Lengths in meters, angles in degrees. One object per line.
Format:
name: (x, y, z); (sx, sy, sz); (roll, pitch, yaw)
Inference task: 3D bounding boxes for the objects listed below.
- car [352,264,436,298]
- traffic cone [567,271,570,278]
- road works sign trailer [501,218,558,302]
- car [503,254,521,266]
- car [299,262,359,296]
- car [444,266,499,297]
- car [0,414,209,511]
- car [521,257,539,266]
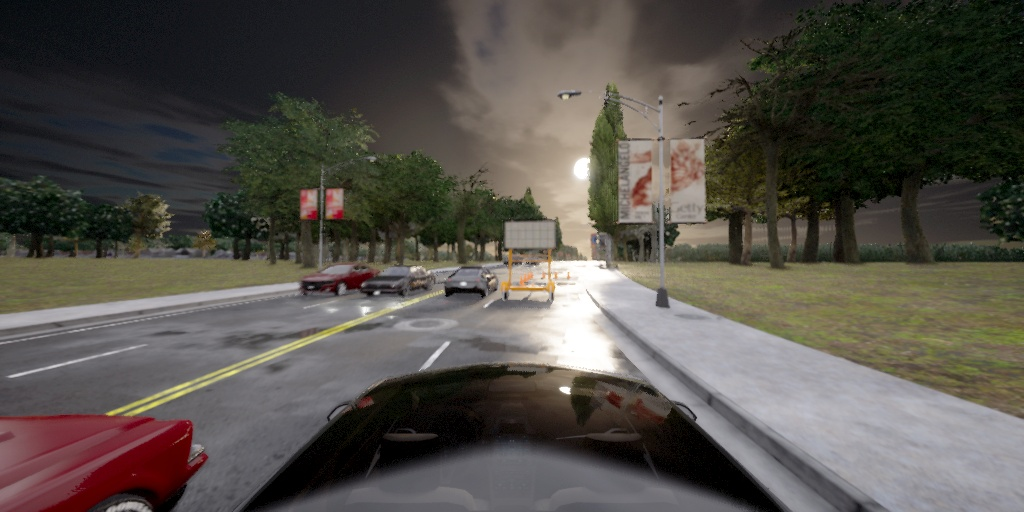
car: (-5.432, 1.173, 17.917); (2.033, 1.411, 5.357); (0, 0, 7)
traffic cone: (4.569, 1.484, 28.974); (0.340, 0.580, 0.340); (0, 0, 10)
road works sign trailer: (0.839, 0.101, 16.414); (2.380, 3.560, 2.880); (0, 0, 10)
car: (0.132, 0.603, 59.814); (2.150, 2.045, 5.566); (0, 0, 13)
car: (-8.608, 1.100, 18.409); (1.882, 1.535, 5.008); (0, 0, 8)
car: (-1.898, 1.189, 17.924); (1.994, 1.385, 4.181); (0, 0, 8)
car: (-3.090, 1.344, 0.385); (1.895, 1.301, 4.718); (0, 0, -1)
car: (3.323, 0.876, 59.215); (1.837, 1.490, 4.892); (0, 1, 13)
